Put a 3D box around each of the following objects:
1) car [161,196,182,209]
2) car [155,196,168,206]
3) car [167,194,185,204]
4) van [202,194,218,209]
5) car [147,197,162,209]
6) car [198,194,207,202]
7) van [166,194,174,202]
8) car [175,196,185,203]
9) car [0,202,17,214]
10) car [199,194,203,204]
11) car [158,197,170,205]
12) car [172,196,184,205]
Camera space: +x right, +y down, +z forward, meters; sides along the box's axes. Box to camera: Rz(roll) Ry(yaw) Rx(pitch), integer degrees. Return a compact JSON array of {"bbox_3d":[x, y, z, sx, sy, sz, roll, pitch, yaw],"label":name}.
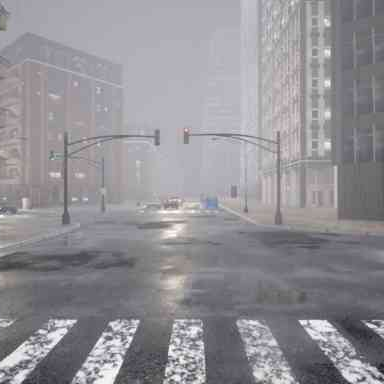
[{"bbox_3d":[-2.737,1.644,45.127,1.895,1.301,4.718,0,0,0],"label":"car"},{"bbox_3d":[-5.196,1.510,57.103,1.967,1.590,4.097,0,0,0],"label":"car"},{"bbox_3d":[-2.713,1.415,54.253,2.097,1.767,4.553,0,0,0],"label":"car"},{"bbox_3d":[2.663,1.386,45.982,1.690,1.788,3.998,0,0,0],"label":"van"},{"bbox_3d":[-5.219,1.570,45.828,1.752,1.417,4.829,0,0,0],"label":"car"},{"bbox_3d":[2.739,1.467,84.850,2.192,1.841,5.009,0,0,0],"label":"car"},{"bbox_3d":[-5.150,1.474,79.311,1.690,1.788,3.998,0,0,0],"label":"van"},{"bbox_3d":[-2.599,1.669,73.975,1.994,1.385,4.181,0,0,0],"label":"car"},{"bbox_3d":[-21.071,1.789,36.702,4.718,1.301,1.895,-1,-1,41],"label":"car"},{"bbox_3d":[2.707,1.644,68.191,1.887,1.381,4.507,0,0,0],"label":"car"},{"bbox_3d":[-5.185,1.650,62.655,1.947,1.339,4.313,0,0,0],"label":"car"},{"bbox_3d":[-2.666,1.580,64.093,2.128,1.511,4.902,0,0,1],"label":"car"}]
